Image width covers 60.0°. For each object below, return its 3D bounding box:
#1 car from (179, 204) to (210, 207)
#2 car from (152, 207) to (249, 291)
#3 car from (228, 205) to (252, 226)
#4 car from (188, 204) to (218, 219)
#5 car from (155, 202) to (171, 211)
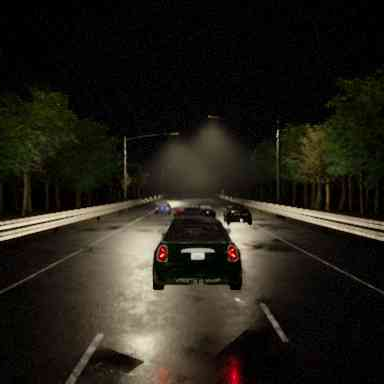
[{"bbox_3d":[0.029,1.781,22.555,1.812,1.442,4.674,0,0,0],"label":"car"},{"bbox_3d":[0.092,1.460,9.483,2.097,1.767,4.553,0,-1,-1],"label":"car"},{"bbox_3d":[3.522,1.799,26.182,1.837,1.490,4.892,0,-1,0],"label":"car"},{"bbox_3d":[1.039,1.960,34.392,1.994,1.385,4.181,1,-1,-14],"label":"car"},{"bbox_3d":[-3.528,1.997,41.448,2.033,1.411,5.357,0,0,-1],"label":"car"}]
